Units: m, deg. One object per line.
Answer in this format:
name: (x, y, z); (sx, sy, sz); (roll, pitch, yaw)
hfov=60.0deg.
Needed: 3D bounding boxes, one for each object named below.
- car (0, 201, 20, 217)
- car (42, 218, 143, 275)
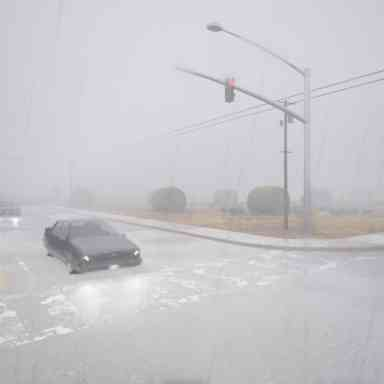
car: (-16.977, 1.569, 30.335); (1.994, 1.385, 4.181); (0, 1, -35)
car: (-3.549, 1.576, 10.930); (2.033, 1.411, 5.357); (0, 0, -35)
